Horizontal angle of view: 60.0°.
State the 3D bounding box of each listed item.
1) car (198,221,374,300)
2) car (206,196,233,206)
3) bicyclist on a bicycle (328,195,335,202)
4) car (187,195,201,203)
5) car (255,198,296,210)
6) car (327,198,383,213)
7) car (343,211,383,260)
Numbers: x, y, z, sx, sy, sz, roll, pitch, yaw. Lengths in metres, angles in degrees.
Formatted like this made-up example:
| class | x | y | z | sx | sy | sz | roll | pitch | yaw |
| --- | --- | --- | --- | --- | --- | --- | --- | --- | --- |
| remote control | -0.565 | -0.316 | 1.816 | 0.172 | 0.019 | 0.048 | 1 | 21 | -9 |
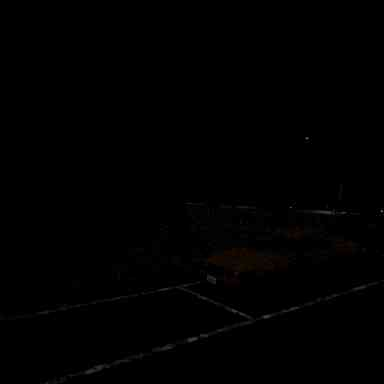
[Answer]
| class | x | y | z | sx | sy | sz | roll | pitch | yaw |
| --- | --- | --- | --- | --- | --- | --- | --- | --- | --- |
| car | 2.395 | 1.526 | 8.370 | 4.829 | 1.417 | 1.752 | 0 | 1 | -35 |
| car | 3.807 | 1.238 | 46.209 | 1.994 | 1.385 | 4.181 | 1 | 0 | -34 |
| bicyclist on a bicycle | 16.341 | 1.158 | 38.933 | 1.656 | 1.620 | 0.582 | 0 | 0 | -34 |
| car | -0.455 | 1.195 | 57.981 | 1.895 | 1.301 | 4.718 | 1 | 0 | -34 |
| car | 9.471 | 1.367 | 37.920 | 1.895 | 1.301 | 4.718 | 1 | 0 | -34 |
| car | 14.732 | 1.342 | 30.238 | 2.128 | 1.511 | 4.902 | 1 | 0 | -34 |
| car | 7.156 | 1.547 | 11.673 | 4.507 | 1.381 | 1.887 | 0 | 1 | -35 |
